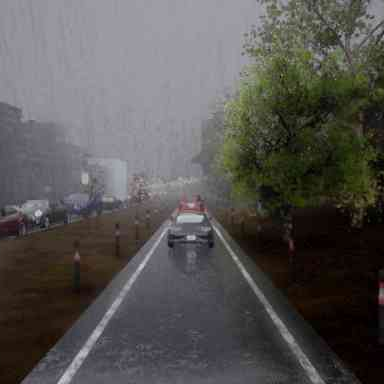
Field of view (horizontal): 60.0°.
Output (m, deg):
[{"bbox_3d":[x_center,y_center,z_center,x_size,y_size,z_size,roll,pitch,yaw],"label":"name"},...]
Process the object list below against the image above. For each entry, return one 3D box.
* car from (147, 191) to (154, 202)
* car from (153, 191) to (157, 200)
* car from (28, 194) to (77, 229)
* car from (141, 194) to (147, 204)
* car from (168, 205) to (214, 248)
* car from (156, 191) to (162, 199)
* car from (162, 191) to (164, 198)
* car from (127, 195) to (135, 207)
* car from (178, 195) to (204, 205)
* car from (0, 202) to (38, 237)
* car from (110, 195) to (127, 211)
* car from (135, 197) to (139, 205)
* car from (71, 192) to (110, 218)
[{"bbox_3d":[-9.184,1.140,64.229,2.097,1.535,5.008,0,0,2],"label":"car"},{"bbox_3d":[-9.205,1.105,69.777,2.097,1.535,5.008,0,0,2],"label":"car"},{"bbox_3d":[-9.022,1.172,19.891,2.185,1.767,4.553,0,0,2],"label":"car"},{"bbox_3d":[-9.155,1.183,53.977,1.946,1.575,5.366,0,0,2],"label":"car"},{"bbox_3d":[-0.037,1.535,14.664,1.812,1.442,4.674,0,0,0],"label":"car"},{"bbox_3d":[-9.240,0.847,79.661,2.435,2.045,5.566,0,0,0],"label":"car"},{"bbox_3d":[-9.264,1.102,86.406,2.002,1.452,4.674,0,0,0],"label":"car"},{"bbox_3d":[-9.104,1.253,42.040,2.231,1.521,4.892,0,1,2],"label":"car"},{"bbox_3d":[-0.074,1.238,29.698,2.150,2.045,5.566,0,0,0],"label":"car"},{"bbox_3d":[-8.992,1.367,14.287,2.163,1.488,4.792,1,0,2],"label":"car"},{"bbox_3d":[-9.084,1.257,36.498,2.097,1.535,5.008,0,0,2],"label":"car"},{"bbox_3d":[-9.124,1.228,47.596,2.097,1.535,5.008,0,0,2],"label":"car"},{"bbox_3d":[-9.052,1.018,27.544,2.435,2.045,5.566,0,0,2],"label":"car"}]
